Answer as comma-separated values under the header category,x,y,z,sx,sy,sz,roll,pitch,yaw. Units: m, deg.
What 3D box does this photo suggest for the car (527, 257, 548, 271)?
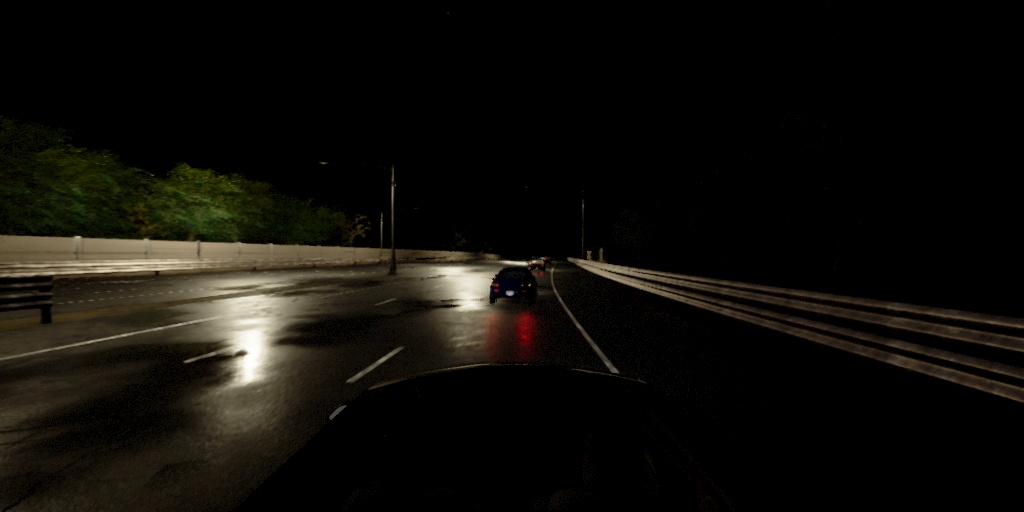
category,x,y,z,sx,sy,sz,roll,pitch,yaw
car,3.185,1.154,44.381,1.895,1.301,4.718,0,0,7

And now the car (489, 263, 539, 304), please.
category,x,y,z,sx,sy,sz,roll,pitch,yaw
car,0.130,1.206,15.749,1.812,1.442,4.674,0,0,5
